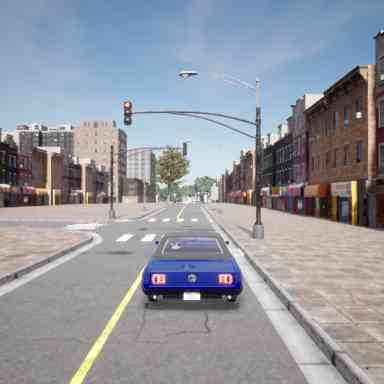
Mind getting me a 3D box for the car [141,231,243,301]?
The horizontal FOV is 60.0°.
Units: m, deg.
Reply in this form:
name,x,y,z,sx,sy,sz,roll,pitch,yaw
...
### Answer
name,x,y,z,sx,sy,sz,roll,pitch,yaw
car,0.009,1.612,8.267,1.895,1.301,4.718,0,0,0
